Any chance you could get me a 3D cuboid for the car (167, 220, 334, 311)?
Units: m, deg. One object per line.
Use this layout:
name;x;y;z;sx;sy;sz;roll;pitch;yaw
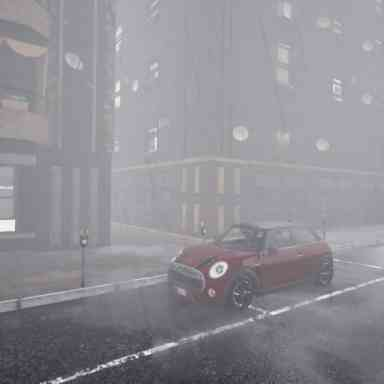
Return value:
car;1.426;1.442;7.722;4.097;1.590;1.967;0;1;-36
